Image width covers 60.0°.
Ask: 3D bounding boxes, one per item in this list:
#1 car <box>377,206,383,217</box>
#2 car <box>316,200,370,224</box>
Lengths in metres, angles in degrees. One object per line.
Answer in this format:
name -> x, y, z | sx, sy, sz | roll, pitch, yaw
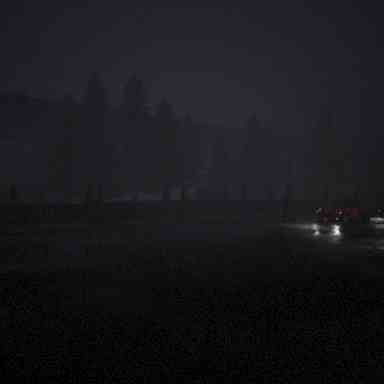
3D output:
car -> 19.056, 1.585, 30.427 | 5.357, 1.411, 2.033 | 0, 0, -35
car -> 11.341, 1.379, 24.945 | 4.553, 1.767, 2.097 | 0, 0, -35
